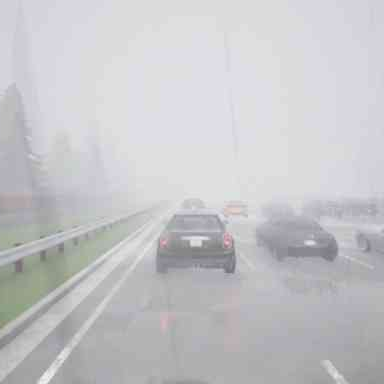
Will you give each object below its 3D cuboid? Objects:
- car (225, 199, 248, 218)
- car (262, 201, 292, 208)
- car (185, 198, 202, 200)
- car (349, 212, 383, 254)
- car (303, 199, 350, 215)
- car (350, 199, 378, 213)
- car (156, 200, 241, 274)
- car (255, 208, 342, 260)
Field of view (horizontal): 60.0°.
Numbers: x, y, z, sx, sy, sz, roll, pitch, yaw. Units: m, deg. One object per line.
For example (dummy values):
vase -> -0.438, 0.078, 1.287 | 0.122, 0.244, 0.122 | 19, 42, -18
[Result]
car -> 3.610, 1.349, 28.984 | 1.882, 1.535, 5.008 | 0, 0, 0
car -> 7.110, 1.439, 27.957 | 1.994, 1.385, 4.181 | 0, 0, 0
car -> 0.109, 1.231, 27.143 | 2.097, 1.767, 4.553 | 0, 0, 0
car -> 7.104, 1.553, 10.555 | 1.895, 1.301, 4.718 | 0, 0, 0
car -> 10.610, 1.369, 27.399 | 2.128, 1.511, 4.902 | 0, 0, 0
car -> 14.110, 1.348, 28.979 | 1.882, 1.535, 5.008 | 0, 0, 0
car -> 0.104, 1.305, 10.531 | 2.097, 1.767, 4.553 | 0, 0, 0
car -> 3.605, 1.509, 12.149 | 1.994, 1.385, 4.181 | 0, 0, 0
